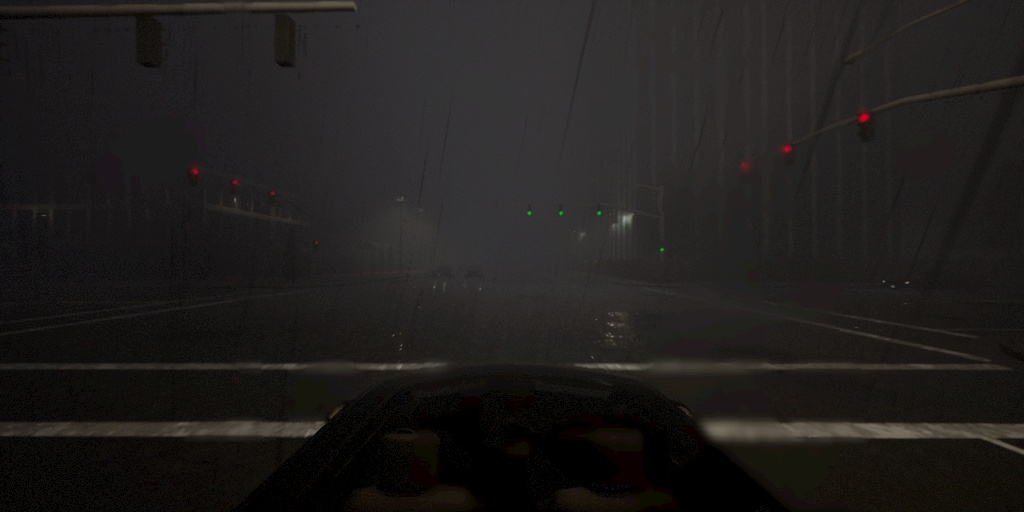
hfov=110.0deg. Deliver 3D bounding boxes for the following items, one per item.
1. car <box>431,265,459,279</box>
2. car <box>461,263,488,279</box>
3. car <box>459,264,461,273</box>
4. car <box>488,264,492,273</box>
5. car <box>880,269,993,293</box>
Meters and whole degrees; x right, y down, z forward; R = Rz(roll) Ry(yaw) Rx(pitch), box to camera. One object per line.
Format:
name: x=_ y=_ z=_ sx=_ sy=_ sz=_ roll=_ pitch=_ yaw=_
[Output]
car: x=-7.563 y=1.712 z=39.586 sx=2.128 sy=1.511 sz=4.902 roll=0 pitch=-1 yaw=0
car: x=-4.063 y=1.692 z=39.389 sx=1.882 sy=1.535 sz=5.008 roll=0 pitch=-1 yaw=0
car: x=-7.648 y=1.902 z=56.239 sx=1.882 sy=1.535 sz=5.008 roll=0 pitch=-1 yaw=0
car: x=-4.151 y=1.985 z=56.296 sx=1.994 sy=1.385 sz=4.181 roll=0 pitch=-1 yaw=0
car: x=26.549 y=1.522 z=22.506 sx=5.357 sy=1.411 sz=2.033 roll=0 pitch=-1 yaw=0
